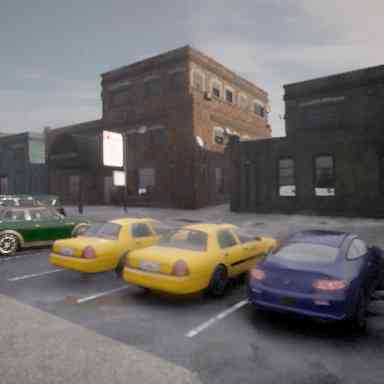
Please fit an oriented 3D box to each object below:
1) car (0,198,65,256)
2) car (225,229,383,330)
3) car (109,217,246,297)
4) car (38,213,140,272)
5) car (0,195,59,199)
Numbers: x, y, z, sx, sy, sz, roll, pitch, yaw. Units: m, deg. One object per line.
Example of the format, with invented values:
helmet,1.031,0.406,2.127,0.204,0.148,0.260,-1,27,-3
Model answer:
car,-6.227,1.302,13.355,2.185,1.767,4.553,0,0,35
car,2.772,1.515,6.974,2.002,1.452,4.674,0,0,35
car,0.637,1.462,8.727,1.946,1.575,5.366,0,0,35
car,-1.610,1.451,10.330,1.946,1.575,5.366,0,0,35
car,-8.470,1.162,14.958,2.435,2.045,5.566,0,0,35
